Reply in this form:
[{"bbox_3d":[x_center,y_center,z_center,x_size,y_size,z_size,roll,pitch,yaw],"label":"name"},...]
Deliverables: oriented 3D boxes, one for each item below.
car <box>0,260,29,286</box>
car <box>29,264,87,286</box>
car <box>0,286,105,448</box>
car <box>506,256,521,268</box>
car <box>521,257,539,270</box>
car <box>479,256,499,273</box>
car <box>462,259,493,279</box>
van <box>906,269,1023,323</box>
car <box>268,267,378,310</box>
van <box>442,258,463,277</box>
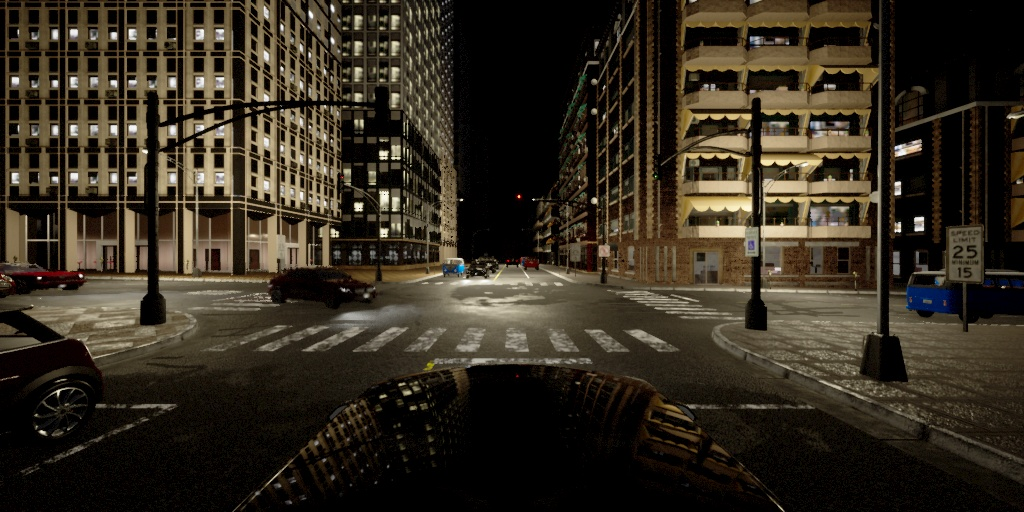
[{"bbox_3d":[-21.133,0.818,13.109,4.097,1.591,1.967,0,0,0],"label":"car"},{"bbox_3d":[-21.889,0.960,15.697,4.718,1.301,1.895,1,0,0],"label":"car"},{"bbox_3d":[-5.689,1.190,2.323,1.967,1.591,4.097,0,0,0],"label":"car"},{"bbox_3d":[0.077,0.994,63.900,2.150,2.045,5.566,0,0,0],"label":"car"},{"bbox_3d":[2.749,1.079,51.441,2.192,1.841,5.009,0,0,0],"label":"car"},{"bbox_3d":[-3.044,0.981,42.878,2.150,2.045,5.566,0,0,1],"label":"car"},{"bbox_3d":[-3.058,1.260,32.756,1.837,1.490,4.892,0,0,0],"label":"car"},{"bbox_3d":[16.926,1.453,13.013,3.998,1.789,1.690,0,0,0],"label":"van"},{"bbox_3d":[-7.501,1.165,14.122,4.674,1.442,1.812,1,-1,23],"label":"car"},{"bbox_3d":[-5.650,1.097,34.797,1.690,1.789,3.998,0,0,0],"label":"van"}]
